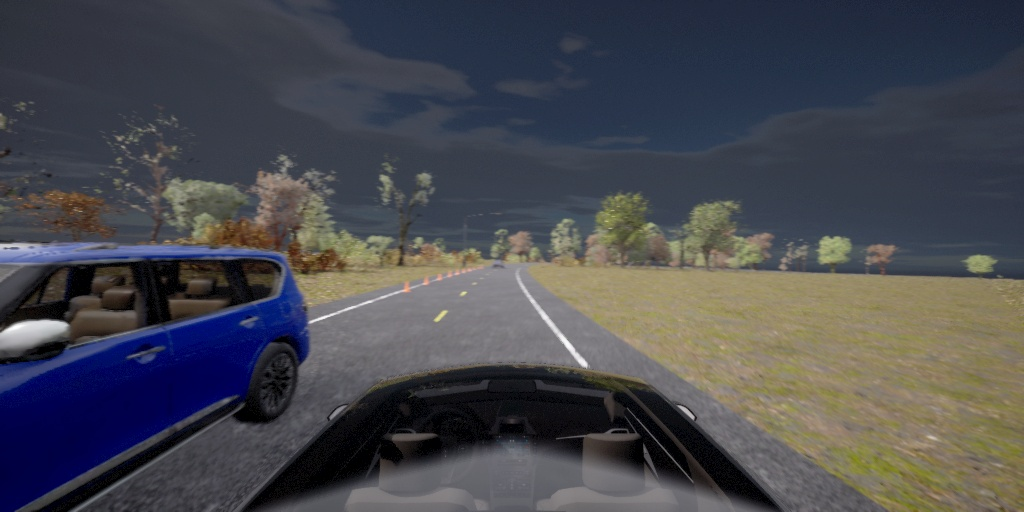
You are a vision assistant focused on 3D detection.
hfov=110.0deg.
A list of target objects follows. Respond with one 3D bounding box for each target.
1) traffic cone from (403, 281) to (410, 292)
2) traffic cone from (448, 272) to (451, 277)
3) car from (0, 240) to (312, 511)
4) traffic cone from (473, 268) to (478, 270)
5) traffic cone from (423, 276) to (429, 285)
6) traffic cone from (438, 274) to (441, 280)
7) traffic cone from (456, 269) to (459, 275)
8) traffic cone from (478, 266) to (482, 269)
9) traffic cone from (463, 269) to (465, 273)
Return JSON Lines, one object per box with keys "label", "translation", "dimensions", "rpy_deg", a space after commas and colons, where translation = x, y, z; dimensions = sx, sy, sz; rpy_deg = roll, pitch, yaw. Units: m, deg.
{"label": "traffic cone", "translation": [-5.795, 1.663, 19.782], "dimensions": [0.340, 0.580, 0.340], "rpy_deg": [0, 0, -2]}
{"label": "traffic cone", "translation": [-6.047, 1.740, 34.856], "dimensions": [0.340, 0.580, 0.340], "rpy_deg": [0, 0, 0]}
{"label": "car", "translation": [-3.728, 0.886, 2.681], "dimensions": [2.150, 2.045, 5.566], "rpy_deg": [1, 0, -3]}
{"label": "traffic cone", "translation": [-5.824, 1.863, 54.957], "dimensions": [0.340, 0.580, 0.340], "rpy_deg": [0, 0, 2]}
{"label": "traffic cone", "translation": [-5.920, 1.688, 24.806], "dimensions": [0.340, 0.580, 0.340], "rpy_deg": [0, 0, -1]}
{"label": "traffic cone", "translation": [-6.003, 1.713, 29.832], "dimensions": [0.340, 0.580, 0.340], "rpy_deg": [0, 0, -1]}
{"label": "traffic cone", "translation": [-6.051, 1.768, 39.882], "dimensions": [0.340, 0.580, 0.340], "rpy_deg": [0, 0, 0]}
{"label": "traffic cone", "translation": [-5.668, 1.899, 59.979], "dimensions": [0.340, 0.580, 0.340], "rpy_deg": [0, 0, 2]}
{"label": "traffic cone", "translation": [-6.016, 1.798, 44.907], "dimensions": [0.340, 0.580, 0.340], "rpy_deg": [0, 0, 1]}
